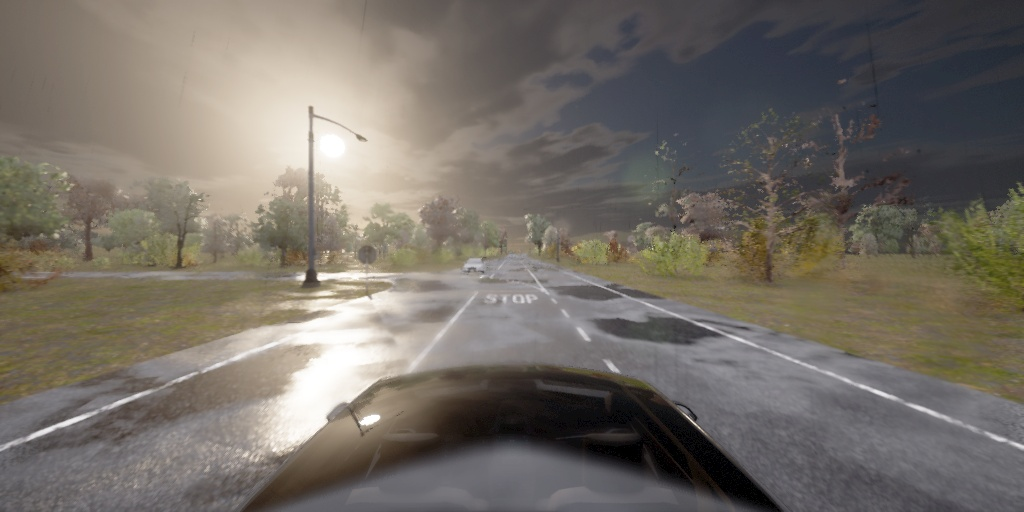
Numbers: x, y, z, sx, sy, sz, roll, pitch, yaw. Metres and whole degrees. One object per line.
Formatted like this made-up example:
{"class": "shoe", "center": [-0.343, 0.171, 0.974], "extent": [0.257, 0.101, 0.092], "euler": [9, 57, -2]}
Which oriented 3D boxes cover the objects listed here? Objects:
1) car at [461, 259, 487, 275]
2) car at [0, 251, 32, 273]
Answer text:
{"class": "car", "center": [-3.425, 0.963, 33.305], "extent": [1.812, 1.442, 4.674], "euler": [0, 0, 0]}
{"class": "car", "center": [-48.596, 0.592, 33.575], "extent": [5.566, 2.045, 2.150], "euler": [0, 0, 2]}
